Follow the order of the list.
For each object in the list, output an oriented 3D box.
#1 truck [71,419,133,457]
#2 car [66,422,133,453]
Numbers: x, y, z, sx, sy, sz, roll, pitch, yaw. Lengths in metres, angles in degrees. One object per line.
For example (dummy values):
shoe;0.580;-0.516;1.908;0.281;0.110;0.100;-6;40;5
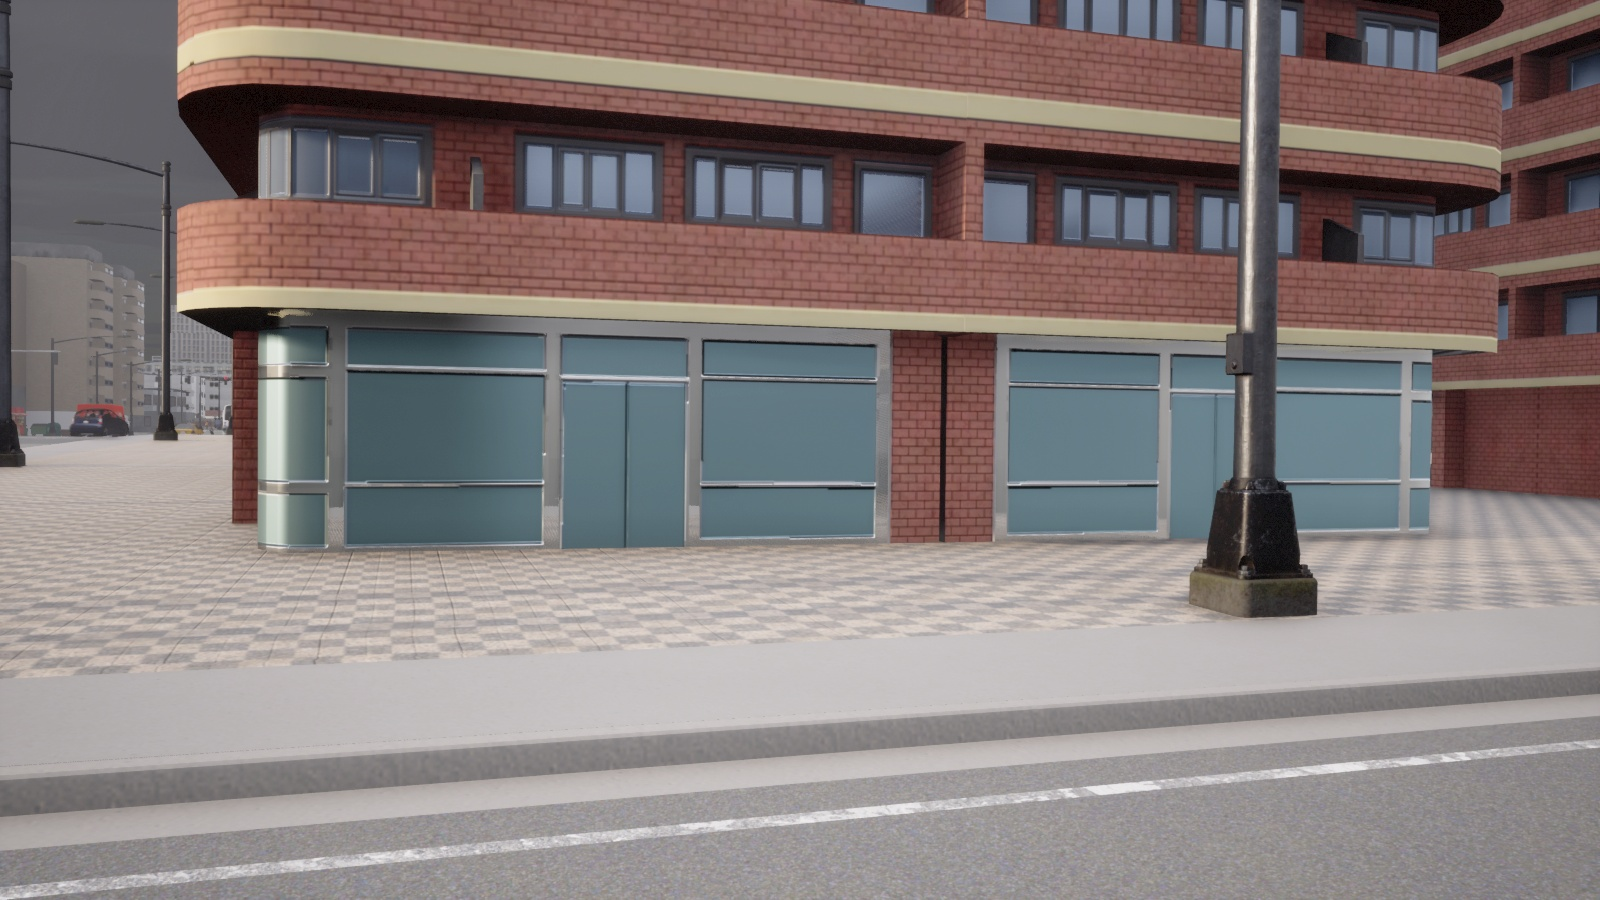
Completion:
truck;-47.002;-0.784;84.725;2.627;2.467;5.204;-1;0;-18
car;-38.845;-0.678;69.748;1.851;1.617;3.988;-1;0;-7
